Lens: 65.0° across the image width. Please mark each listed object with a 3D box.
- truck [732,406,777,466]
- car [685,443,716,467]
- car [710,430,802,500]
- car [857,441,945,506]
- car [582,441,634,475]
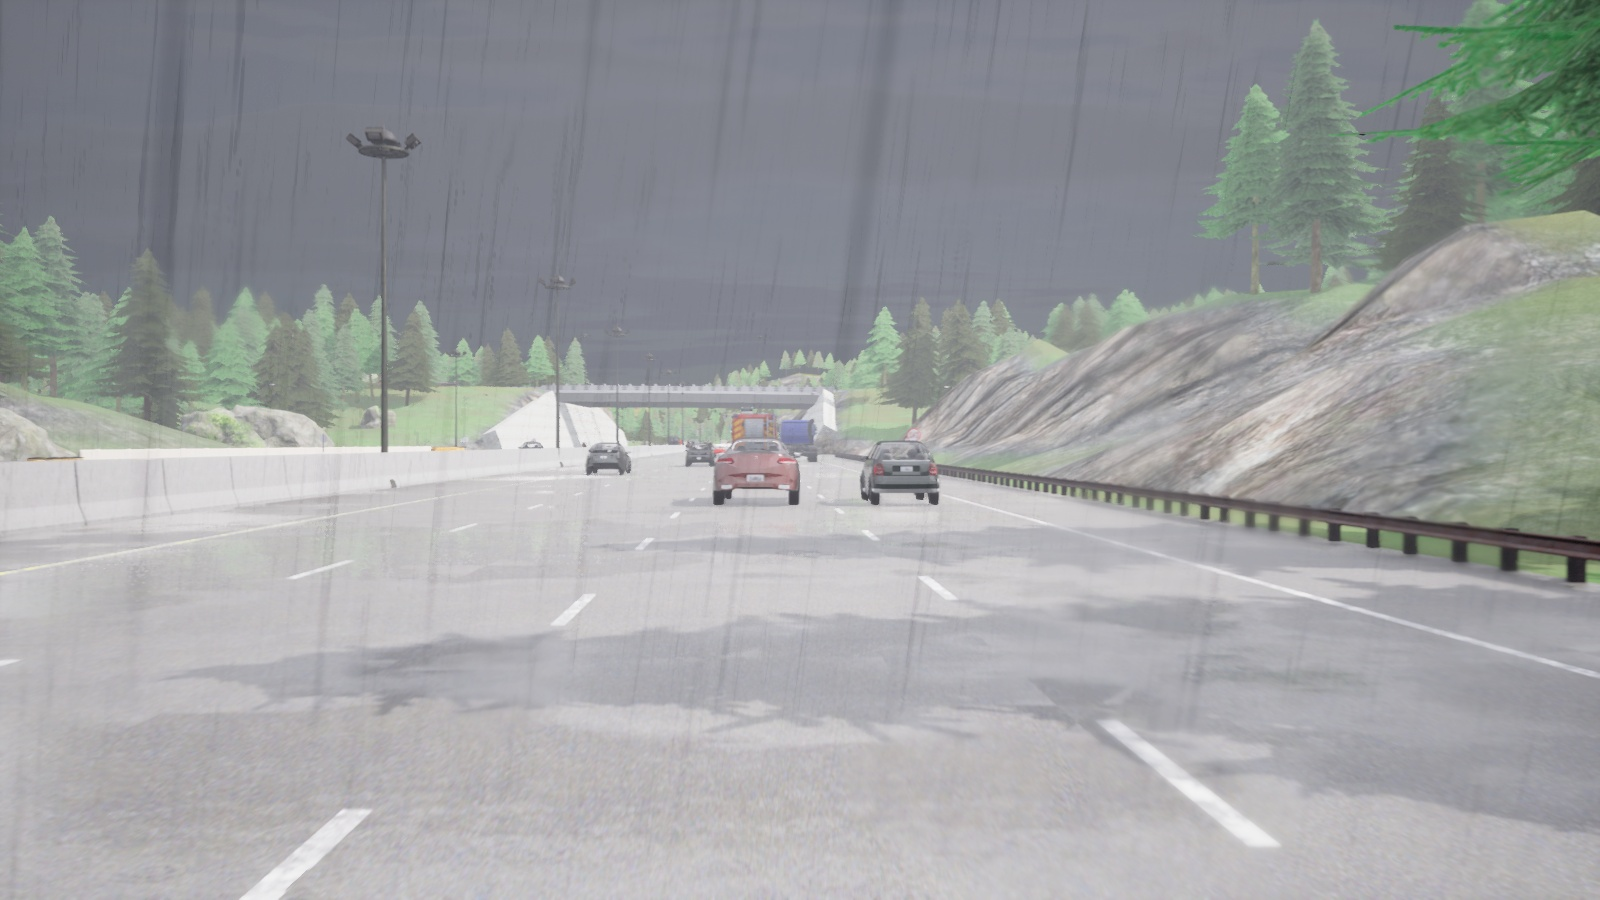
[{"bbox_3d":[-3.079,-0.896,84.292,2.891,3.827,8.468,0,0,-2],"label":"truck"},{"bbox_3d":[-6.361,0.301,80.554,1.816,1.474,4.193,0,0,-2],"label":"car"},{"bbox_3d":[-1.049,0.343,32.104,2.152,1.651,5.027,0,0,0],"label":"car"},{"bbox_3d":[2.468,0.549,31.604,1.789,1.549,3.705,0,0,-2],"label":"car"},{"bbox_3d":[-9.112,0.348,59.955,2.007,1.525,4.514,0,0,-3],"label":"car"}]
